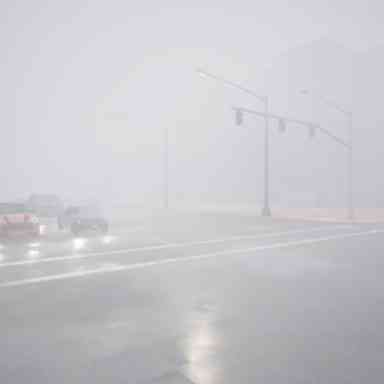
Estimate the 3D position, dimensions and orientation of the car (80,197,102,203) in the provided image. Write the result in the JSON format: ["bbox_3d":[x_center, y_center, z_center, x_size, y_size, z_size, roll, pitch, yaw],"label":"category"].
[{"bbox_3d":[-15.120,1.444,49.963,2.128,1.511,4.902,0,0,-35],"label":"car"}]

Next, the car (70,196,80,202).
[{"bbox_3d":[-18.504,1.313,48.684,2.097,1.767,4.553,0,0,-35],"label":"car"}]

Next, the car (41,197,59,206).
[{"bbox_3d":[-24.361,1.560,56.953,1.895,1.301,4.718,0,0,-35],"label":"car"}]

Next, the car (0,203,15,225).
[{"bbox_3d":[-14.374,1.552,24.334,1.994,1.385,4.181,0,0,-35],"label":"car"}]

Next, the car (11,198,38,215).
[{"bbox_3d":[-17.932,1.456,35.434,1.882,1.535,5.008,0,0,-35],"label":"car"}]

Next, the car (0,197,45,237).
[{"bbox_3d":[-9.387,1.341,17.293,2.097,1.767,4.553,0,0,-35],"label":"car"}]

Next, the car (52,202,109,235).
[{"bbox_3d":[-6.311,1.507,19.002,1.812,1.442,4.674,0,0,-35],"label":"car"}]

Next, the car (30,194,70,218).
[{"bbox_3d":[-11.913,1.202,26.918,2.150,2.045,5.566,0,0,-35],"label":"car"}]

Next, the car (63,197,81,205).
[{"bbox_3d":[-21.083,1.552,58.334,1.895,1.301,4.718,0,0,-35],"label":"car"}]
